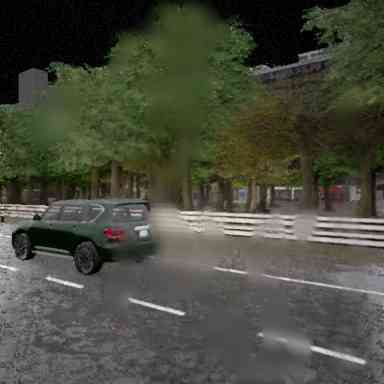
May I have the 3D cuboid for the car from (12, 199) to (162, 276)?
[{"bbox_3d":[-3.505,1.234,10.675,5.566,2.045,2.150,0,0,36],"label":"car"}]
